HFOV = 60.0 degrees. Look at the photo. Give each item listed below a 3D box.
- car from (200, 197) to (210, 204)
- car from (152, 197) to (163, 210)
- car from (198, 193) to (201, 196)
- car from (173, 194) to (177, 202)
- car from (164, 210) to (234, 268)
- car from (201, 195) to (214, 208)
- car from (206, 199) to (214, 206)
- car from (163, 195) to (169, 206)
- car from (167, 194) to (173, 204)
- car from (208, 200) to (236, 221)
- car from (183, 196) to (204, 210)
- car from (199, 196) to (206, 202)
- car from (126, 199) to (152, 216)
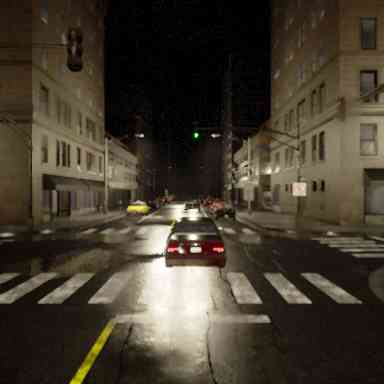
[{"bbox_3d":[2.643,1.707,67.344,1.947,1.339,4.313,0,0,0],"label":"car"},{"bbox_3d":[-5.384,1.662,44.615,1.947,1.339,4.313,0,0,0],"label":"car"},{"bbox_3d":[2.642,1.445,61.663,2.192,1.841,5.009,0,0,0],"label":"car"},{"bbox_3d":[-5.381,1.478,78.703,2.192,1.841,5.009,0,0,0],"label":"car"},{"bbox_3d":[0.100,1.568,11.321,2.033,1.411,5.357,0,0,0],"label":"car"},{"bbox_3d":[2.641,1.548,50.299,1.967,1.590,4.097,0,0,0],"label":"car"},{"bbox_3d":[2.640,1.656,33.253,1.802,1.307,4.206,0,0,0],"label":"car"},{"bbox_3d":[-5.383,1.670,55.978,2.008,1.369,4.403,0,0,0],"label":"car"},{"bbox_3d":[-5.382,1.581,67.340,1.967,1.590,4.097,0,0,0],"label":"car"},{"bbox_3d":[2.639,1.612,27.572,2.008,1.369,4.403,0,0,0],"label":"car"},{"bbox_3d":[0.100,1.586,43.252,2.128,1.511,4.902,0,0,0],"label":"car"},{"bbox_3d":[2.645,1.700,84.559,1.752,1.417,4.829,0,0,0],"label":"car"},{"bbox_3d":[-5.385,1.598,33.083,1.752,1.417,4.829,0,0,0],"label":"car"}]
